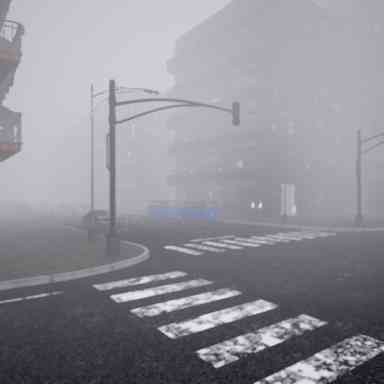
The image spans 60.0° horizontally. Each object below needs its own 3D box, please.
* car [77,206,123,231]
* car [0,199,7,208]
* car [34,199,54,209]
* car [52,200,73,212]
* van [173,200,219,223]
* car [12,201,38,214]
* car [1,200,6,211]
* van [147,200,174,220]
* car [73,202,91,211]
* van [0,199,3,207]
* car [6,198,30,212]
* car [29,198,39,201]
[{"bbox_3d":[-6.262,1.877,22.917,1.802,1.307,4.206,-1,0,-36],"label":"car"},{"bbox_3d":[-39.457,2.351,68.042,2.192,1.841,5.009,-1,0,-36],"label":"car"},{"bbox_3d":[-27.259,2.411,61.229,1.994,1.385,4.181,0,-1,-36],"label":"car"},{"bbox_3d":[-19.093,2.228,50.124,1.994,1.385,4.181,0,-1,-37],"label":"car"},{"bbox_3d":[0.476,1.607,27.836,1.690,1.788,3.998,-1,0,-36],"label":"van"},{"bbox_3d":[-22.848,2.247,45.486,1.802,1.307,4.206,-1,0,-36],"label":"car"},{"bbox_3d":[-29.483,2.364,54.514,2.008,1.369,4.403,-1,0,-36],"label":"car"},{"bbox_3d":[-2.841,1.681,32.351,1.690,1.788,3.998,-1,0,-36],"label":"van"},{"bbox_3d":[-16.105,2.217,50.406,1.802,1.307,4.206,-1,0,-36],"label":"car"},{"bbox_3d":[-32.804,2.229,59.028,1.690,1.788,3.998,-1,0,-36],"label":"van"},{"bbox_3d":[-26.168,2.179,50.000,1.967,1.590,4.097,-1,0,-36],"label":"car"},{"bbox_3d":[-36.013,2.396,77.490,2.192,1.841,5.009,-1,0,-36],"label":"car"}]
